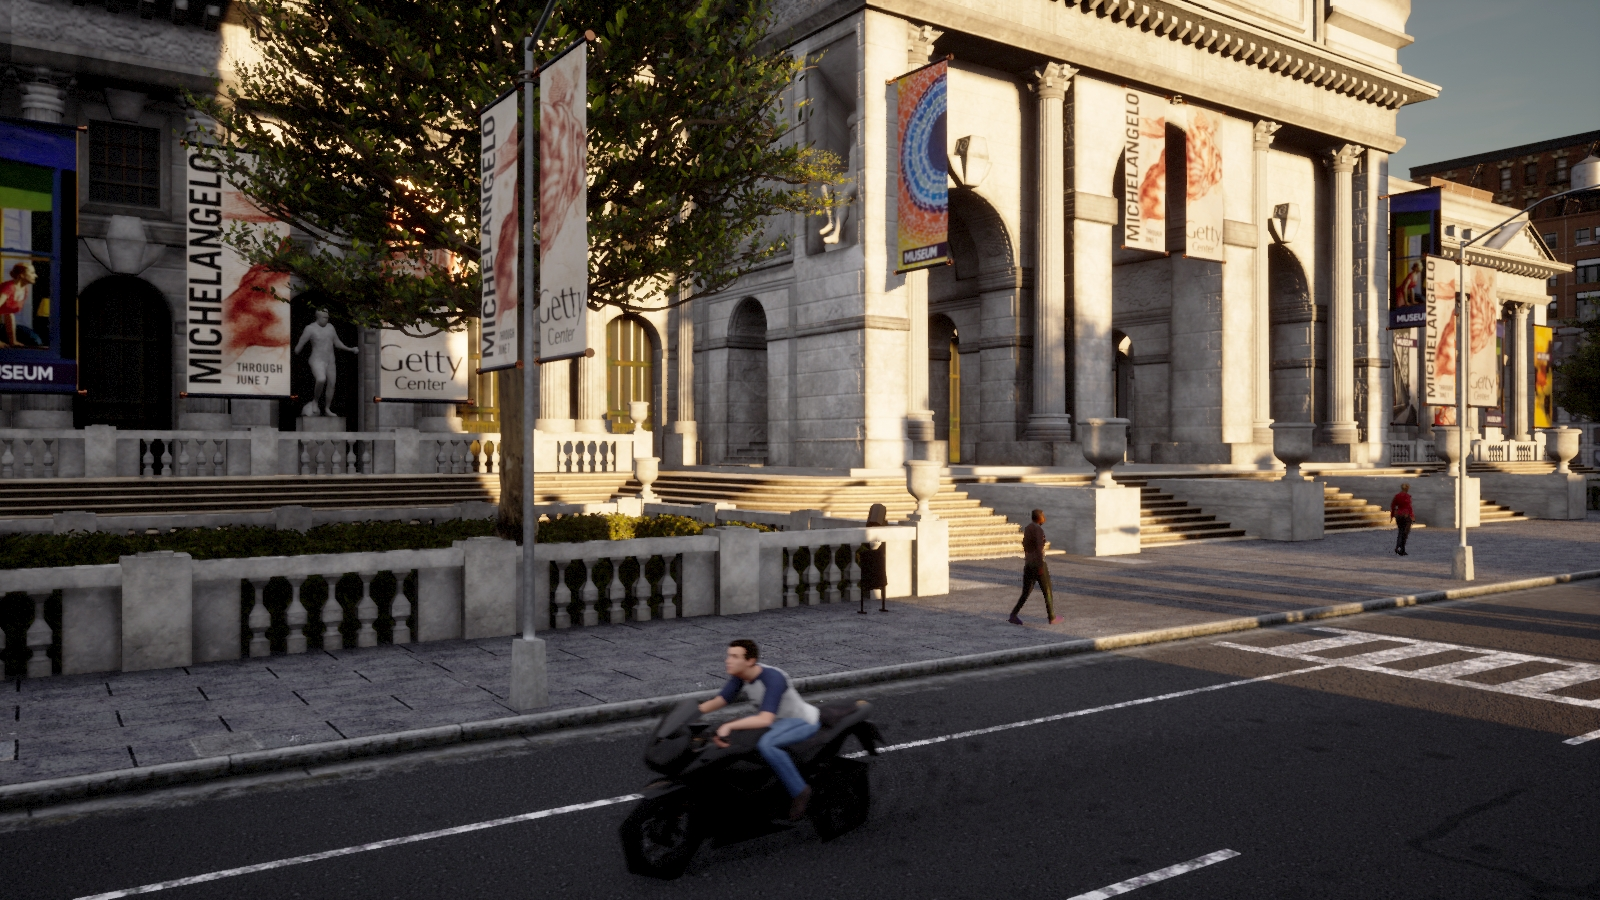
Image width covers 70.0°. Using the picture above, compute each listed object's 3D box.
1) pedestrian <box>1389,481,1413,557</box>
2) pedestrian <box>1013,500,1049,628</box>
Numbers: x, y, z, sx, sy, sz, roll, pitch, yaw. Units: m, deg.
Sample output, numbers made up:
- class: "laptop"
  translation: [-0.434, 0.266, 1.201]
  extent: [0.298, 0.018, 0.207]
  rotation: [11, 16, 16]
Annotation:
- class: "pedestrian"
  translation: [14.927, 1.696, 28.388]
  extent: [0.375, 1.860, 0.375]
  rotation: [0, 0, -29]
- class: "pedestrian"
  translation: [3.453, 1.696, 17.099]
  extent: [0.375, 1.860, 0.375]
  rotation: [0, 0, -22]
